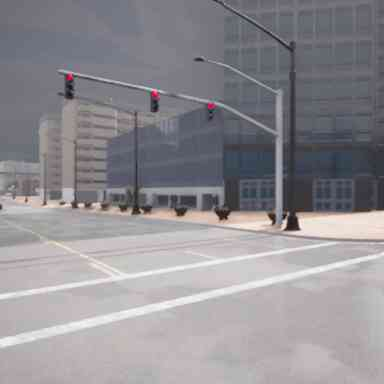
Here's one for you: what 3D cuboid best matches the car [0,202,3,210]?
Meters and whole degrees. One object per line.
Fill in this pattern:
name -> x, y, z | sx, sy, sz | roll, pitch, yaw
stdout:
car -> -30.600, 2.108, 51.612 | 1.994, 1.385, 4.181 | 0, -1, -36
